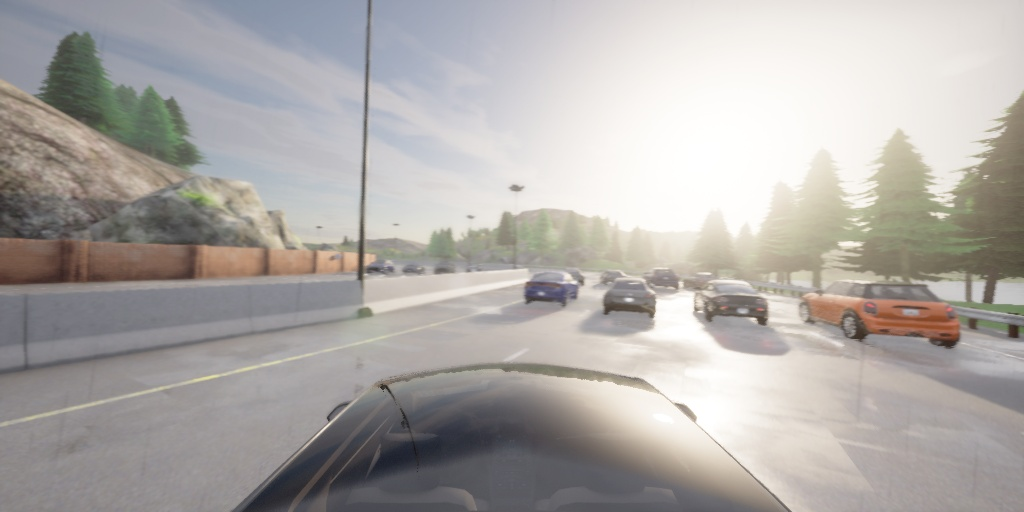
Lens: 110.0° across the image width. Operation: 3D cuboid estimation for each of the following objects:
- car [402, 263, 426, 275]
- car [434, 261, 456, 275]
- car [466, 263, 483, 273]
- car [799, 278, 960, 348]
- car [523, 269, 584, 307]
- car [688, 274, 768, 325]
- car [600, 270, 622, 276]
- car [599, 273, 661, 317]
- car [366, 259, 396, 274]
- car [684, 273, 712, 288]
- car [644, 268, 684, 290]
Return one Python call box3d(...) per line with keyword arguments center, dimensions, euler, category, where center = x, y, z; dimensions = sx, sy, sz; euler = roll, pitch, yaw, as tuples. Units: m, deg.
box3d(center=(-11.536, 1.468, 42.420), dimensions=(1.994, 1.385, 4.181), euler=(2, -1, 0), category="car")
box3d(center=(-8.054, 1.361, 43.292), dimensions=(2.097, 1.767, 4.553), euler=(1, -1, -2), category="car")
box3d(center=(-4.578, 1.608, 44.274), dimensions=(2.128, 1.511, 4.902), euler=(2, -1, -2), category="car")
box3d(center=(10.973, 1.511, 11.197), dimensions=(2.097, 1.767, 4.553), euler=(1, -1, 20), category="car")
box3d(center=(2.025, 1.463, 17.315), dimensions=(1.882, 1.535, 5.008), euler=(1, -1, 19), category="car")
box3d(center=(8.172, 1.638, 13.688), dimensions=(1.812, 1.442, 4.674), euler=(1, -1, 19), category="car")
box3d(center=(8.824, 1.898, 31.297), dimensions=(1.994, 1.385, 4.181), euler=(2, -1, 7), category="car")
box3d(center=(4.913, 1.601, 14.950), dimensions=(1.994, 1.385, 4.181), euler=(1, -1, 19), category="car")
box3d(center=(-15.035, 1.147, 41.299), dimensions=(2.097, 1.767, 4.553), euler=(2, -1, 0), category="car")
box3d(center=(15.645, 2.066, 29.654), dimensions=(1.994, 1.385, 4.181), euler=(2, -1, 8), category="car")
box3d(center=(12.121, 1.755, 29.570), dimensions=(2.097, 1.767, 4.553), euler=(1, -1, 9), category="car")
